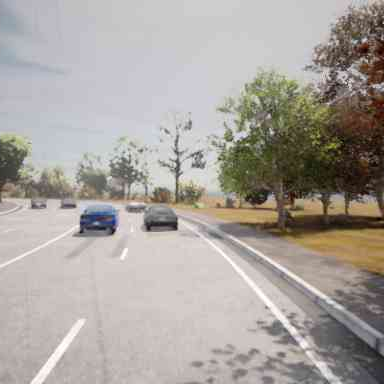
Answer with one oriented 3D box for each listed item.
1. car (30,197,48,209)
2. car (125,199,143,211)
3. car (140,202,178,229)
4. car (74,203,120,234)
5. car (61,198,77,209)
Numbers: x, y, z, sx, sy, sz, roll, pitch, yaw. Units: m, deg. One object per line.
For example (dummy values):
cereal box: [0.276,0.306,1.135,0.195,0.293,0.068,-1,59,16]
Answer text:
car: [-19.998,1.406,43.586,2.128,1.511,4.902,0,0,-24]
car: [-6.634,1.521,38.744,1.895,1.301,4.718,0,0,-19]
car: [-2.062,1.518,21.142,1.994,1.385,4.181,0,0,-10]
car: [-5.274,1.441,19.314,1.882,1.535,5.008,0,0,-10]
car: [-16.244,1.461,43.850,2.033,1.411,5.357,0,0,-23]
